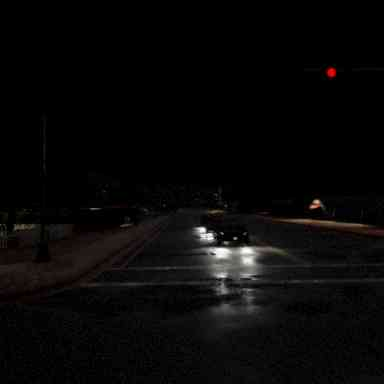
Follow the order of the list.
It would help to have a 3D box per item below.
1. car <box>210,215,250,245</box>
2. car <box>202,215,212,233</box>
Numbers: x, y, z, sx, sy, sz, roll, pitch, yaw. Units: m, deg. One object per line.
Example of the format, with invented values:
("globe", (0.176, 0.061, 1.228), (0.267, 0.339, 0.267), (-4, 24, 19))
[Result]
("car", (2.383, 2.442, 21.051), (1.812, 1.442, 4.674), (-1, -3, -1))
("car", (2.207, 2.885, 30.033), (1.994, 1.385, 4.181), (-1, -3, -1))
